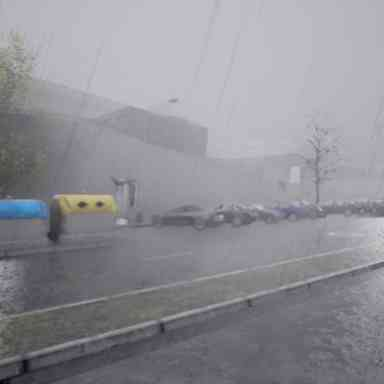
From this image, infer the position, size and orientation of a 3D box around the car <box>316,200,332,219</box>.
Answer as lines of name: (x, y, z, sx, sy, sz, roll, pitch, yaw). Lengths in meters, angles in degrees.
car: (8.901, 1.360, 27.895, 4.553, 1.767, 2.185, -1, -1, 30)

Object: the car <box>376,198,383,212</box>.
car: (17.812, 1.512, 35.671, 4.892, 1.521, 2.231, 0, 0, 28)

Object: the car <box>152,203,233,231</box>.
car: (-0.260, 1.508, 20.431, 4.792, 1.488, 2.163, -1, 0, 32)

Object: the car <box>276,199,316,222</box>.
car: (6.668, 1.481, 25.976, 5.008, 1.535, 2.097, -1, 0, 31)

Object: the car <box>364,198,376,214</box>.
car: (15.616, 1.503, 33.688, 4.892, 1.521, 2.231, 0, 0, 29)

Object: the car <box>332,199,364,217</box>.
car: (13.404, 1.497, 31.726, 4.892, 1.521, 2.231, 0, 0, 29)

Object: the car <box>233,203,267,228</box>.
car: (2.088, 1.479, 22.243, 4.892, 1.521, 2.231, -1, 0, 32)

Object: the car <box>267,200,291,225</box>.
car: (4.385, 1.520, 24.108, 4.674, 1.452, 2.002, -1, -1, 31)
